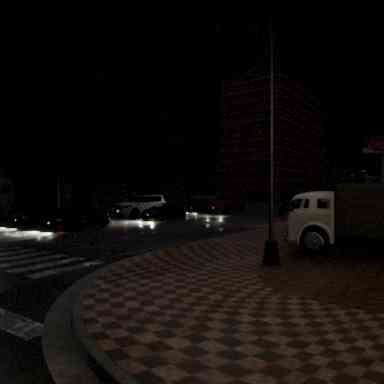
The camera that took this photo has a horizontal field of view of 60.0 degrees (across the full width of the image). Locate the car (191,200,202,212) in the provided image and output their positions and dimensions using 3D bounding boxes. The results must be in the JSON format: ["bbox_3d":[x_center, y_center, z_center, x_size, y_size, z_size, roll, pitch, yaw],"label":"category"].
[{"bbox_3d":[1.158,1.615,38.552,1.994,1.385,4.181,0,0,37],"label":"car"}]

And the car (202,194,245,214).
[{"bbox_3d":[3.800,1.273,36.253,2.150,2.045,5.566,0,0,36],"label":"car"}]

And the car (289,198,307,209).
[{"bbox_3d":[14.996,1.578,46.821,1.812,1.442,4.674,0,0,26],"label":"car"}]

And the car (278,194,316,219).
[{"bbox_3d":[10.274,1.405,32.970,2.097,1.767,4.553,0,0,36],"label":"car"}]

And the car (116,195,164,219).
[{"bbox_3d":[-4.678,1.273,30.480,2.150,2.045,5.566,0,0,36],"label":"car"}]

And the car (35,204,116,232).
[{"bbox_3d":[-7.203,1.616,20.923,1.994,1.385,4.181,0,0,34],"label":"car"}]

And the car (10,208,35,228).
[{"bbox_3d":[-10.119,1.615,22.876,1.994,1.385,4.181,0,0,36],"label":"car"}]

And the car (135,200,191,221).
[{"bbox_3d":[-2.317,1.616,27.747,1.994,1.385,4.181,0,0,36],"label":"car"}]
